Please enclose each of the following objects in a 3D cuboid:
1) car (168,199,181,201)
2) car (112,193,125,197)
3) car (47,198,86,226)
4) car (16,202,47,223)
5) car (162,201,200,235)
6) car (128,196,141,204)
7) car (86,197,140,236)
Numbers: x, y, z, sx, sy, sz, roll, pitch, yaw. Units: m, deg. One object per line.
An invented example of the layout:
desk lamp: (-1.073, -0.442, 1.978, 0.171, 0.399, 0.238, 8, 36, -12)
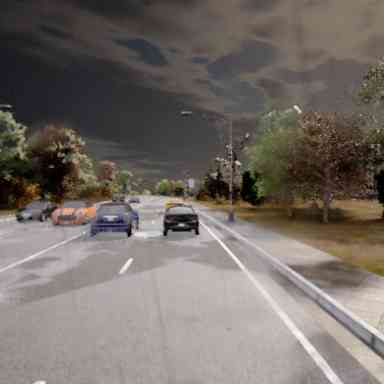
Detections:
car: (-1.955, 1.483, 37.318, 1.882, 1.535, 5.008, 0, 0, -4)
car: (-14.812, 1.246, 66.811, 2.150, 2.045, 5.566, 0, 0, -4)
car: (-8.147, 1.366, 23.403, 2.097, 1.767, 4.553, 0, 0, -4)
car: (-11.821, 1.510, 25.789, 2.128, 1.511, 4.902, 0, 0, -4)
car: (-0.654, 1.481, 18.967, 1.882, 1.535, 5.008, 0, 0, -3)
car: (-11.157, 1.579, 64.796, 1.994, 1.385, 4.181, 0, 0, -4)
car: (-4.142, 1.360, 18.530, 2.097, 1.767, 4.553, 0, 0, -3)
